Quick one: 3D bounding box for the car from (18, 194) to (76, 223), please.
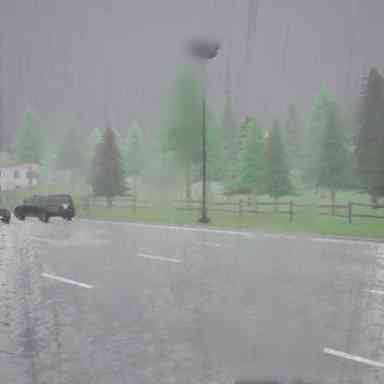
[{"bbox_3d":[-11.102,1.167,25.077,5.566,2.045,2.150,0,0,36],"label":"car"}]

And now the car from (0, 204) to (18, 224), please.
[{"bbox_3d":[-14.329,1.478,23.079,4.674,1.442,1.812,0,0,36],"label":"car"}]
